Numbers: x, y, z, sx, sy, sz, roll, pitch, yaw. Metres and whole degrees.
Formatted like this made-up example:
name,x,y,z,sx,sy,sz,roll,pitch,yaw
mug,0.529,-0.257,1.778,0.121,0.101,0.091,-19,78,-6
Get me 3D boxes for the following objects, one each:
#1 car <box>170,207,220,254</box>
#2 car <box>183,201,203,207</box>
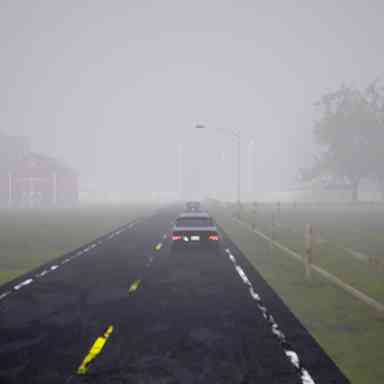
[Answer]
name,x,y,z,sx,sy,sz,roll,pitch,yaw
car,0.101,1.562,13.452,2.033,1.411,5.357,0,0,0
car,0.101,1.587,32.361,2.033,1.411,5.357,0,0,0
